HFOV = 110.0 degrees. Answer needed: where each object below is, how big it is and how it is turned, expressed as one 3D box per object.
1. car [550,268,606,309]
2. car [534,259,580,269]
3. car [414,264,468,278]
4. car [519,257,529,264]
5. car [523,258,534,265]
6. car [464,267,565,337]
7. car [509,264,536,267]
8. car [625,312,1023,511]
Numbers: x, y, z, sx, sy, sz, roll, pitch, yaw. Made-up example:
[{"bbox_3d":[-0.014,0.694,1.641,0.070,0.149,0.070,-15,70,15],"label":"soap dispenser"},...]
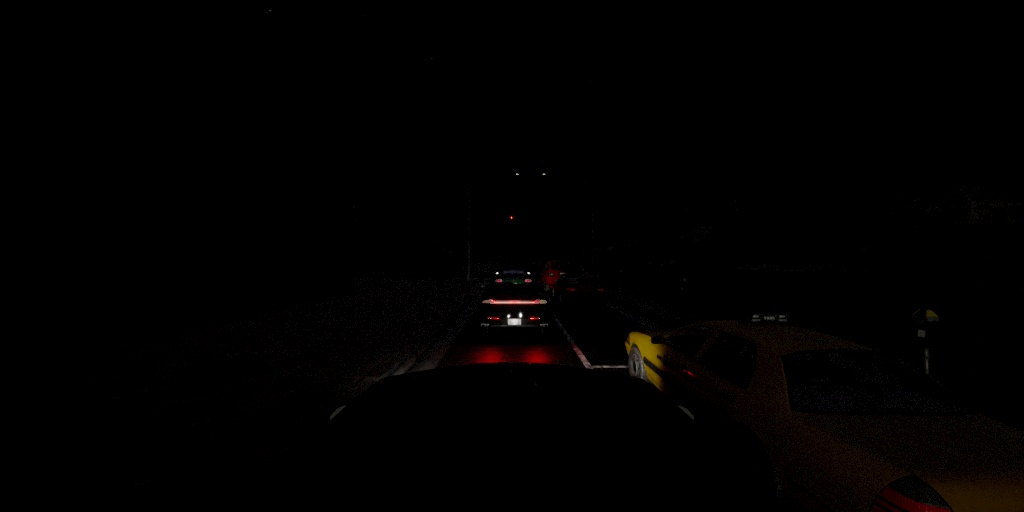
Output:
[{"bbox_3d":[2.662,1.338,14.728,1.802,1.307,4.207,0,0,0],"label":"car"},{"bbox_3d":[2.671,1.076,20.177,2.192,1.841,5.009,0,0,0],"label":"car"},{"bbox_3d":[-6.112,1.356,31.786,4.718,1.301,1.895,0,-1,0],"label":"car"},{"bbox_3d":[2.748,1.403,62.918,1.888,1.381,4.507,0,0,0],"label":"car"},{"bbox_3d":[2.719,1.356,46.607,1.888,1.381,4.507,0,0,0],"label":"car"},{"bbox_3d":[0.080,1.245,10.352,2.128,1.511,4.902,0,0,1],"label":"car"},{"bbox_3d":[0.060,1.325,19.297,1.994,1.385,4.181,0,0,-1],"label":"car"},{"bbox_3d":[2.643,1.276,4.000,1.751,1.417,4.829,0,0,0],"label":"car"}]
